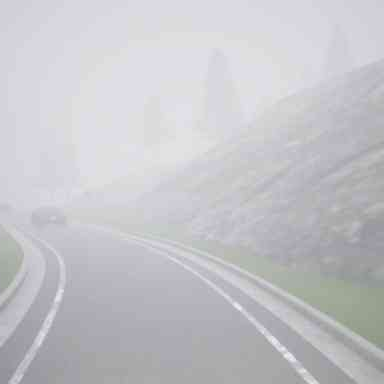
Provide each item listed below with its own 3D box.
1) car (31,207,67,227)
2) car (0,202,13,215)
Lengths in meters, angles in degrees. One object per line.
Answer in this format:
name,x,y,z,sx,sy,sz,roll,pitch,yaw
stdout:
car,-10.774,1.799,24.918,1.994,1.385,4.181,-1,0,-33
car,-23.293,1.944,39.839,5.008,1.535,1.882,-1,0,39
